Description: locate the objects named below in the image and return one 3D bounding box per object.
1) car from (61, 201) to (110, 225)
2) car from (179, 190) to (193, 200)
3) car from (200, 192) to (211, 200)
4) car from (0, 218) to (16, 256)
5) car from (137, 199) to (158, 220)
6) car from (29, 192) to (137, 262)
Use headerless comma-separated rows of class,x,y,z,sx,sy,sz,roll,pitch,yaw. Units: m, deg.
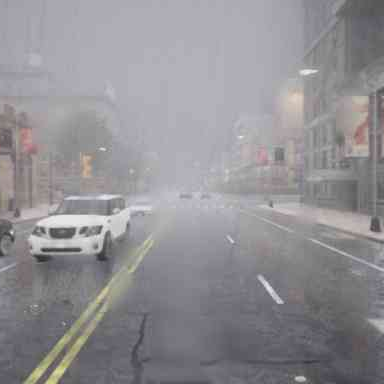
car,-7.188,1.379,22.970,1.895,1.301,4.718,0,1,0
car,-1.158,0.711,68.589,1.882,1.535,5.008,0,1,13
car,2.776,0.746,67.966,1.812,1.442,4.674,0,1,-1
car,-7.131,1.409,9.775,2.128,1.511,4.902,0,1,0
car,-3.704,1.265,25.648,1.812,1.442,4.674,0,1,-1
car,-3.637,1.107,12.003,2.150,2.045,5.566,0,0,0
